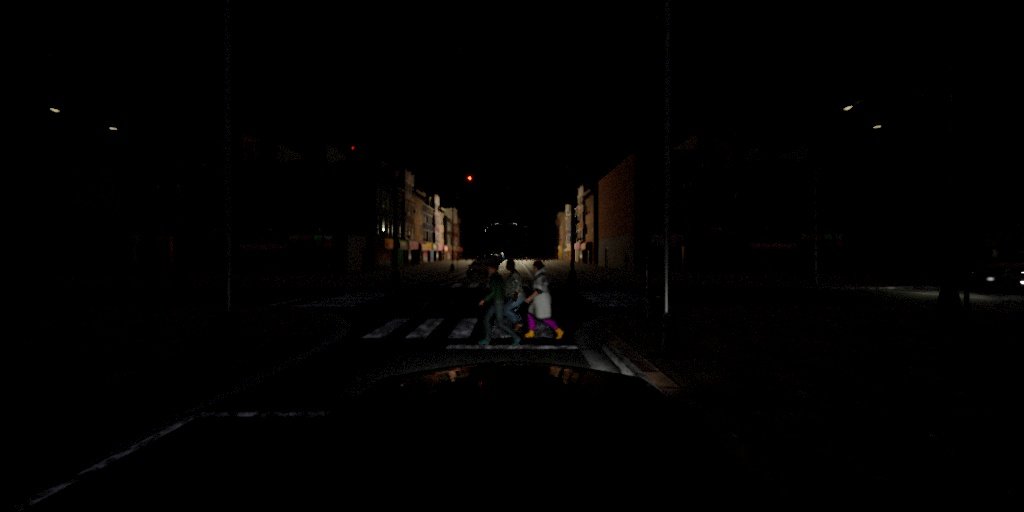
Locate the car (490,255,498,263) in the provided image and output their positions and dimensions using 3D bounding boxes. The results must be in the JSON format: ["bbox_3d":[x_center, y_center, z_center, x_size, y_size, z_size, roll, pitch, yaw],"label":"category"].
[{"bbox_3d":[-2.644,0.852,34.632,1.888,1.381,4.507,0,0,0],"label":"car"}]

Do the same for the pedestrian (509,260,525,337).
[{"bbox_3d":[0.059,0.944,8.753,0.375,1.860,0.375,0,0,0],"label":"pedestrian"}]

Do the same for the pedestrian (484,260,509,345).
[{"bbox_3d":[-0.321,0.961,7.553,0.375,1.860,0.375,0,0,0],"label":"pedestrian"}]

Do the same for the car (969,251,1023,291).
[{"bbox_3d":[25.217,0.718,16.816,5.566,2.045,2.150,0,0,0],"label":"car"}]

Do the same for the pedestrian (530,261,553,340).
[{"bbox_3d":[0.671,0.953,8.153,0.375,1.860,0.375,0,0,0],"label":"pedestrian"}]

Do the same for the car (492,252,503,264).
[{"bbox_3d":[-2.647,0.543,51.446,1.967,1.591,4.097,0,0,0],"label":"car"}]

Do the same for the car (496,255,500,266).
[{"bbox_3d":[-2.645,0.819,40.237,1.802,1.307,4.207,0,0,0],"label":"car"}]

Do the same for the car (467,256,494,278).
[{"bbox_3d":[-2.643,0.904,28.858,1.751,1.417,4.829,0,0,0],"label":"car"}]

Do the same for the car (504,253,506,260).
[{"bbox_3d":[-2.649,0.288,62.656,2.192,1.841,5.009,0,0,0],"label":"car"}]
